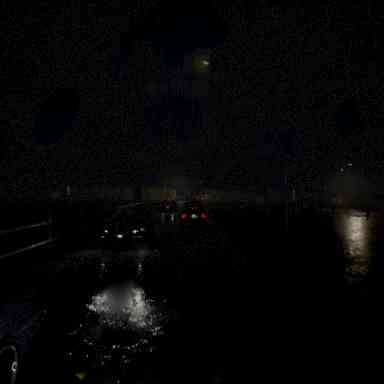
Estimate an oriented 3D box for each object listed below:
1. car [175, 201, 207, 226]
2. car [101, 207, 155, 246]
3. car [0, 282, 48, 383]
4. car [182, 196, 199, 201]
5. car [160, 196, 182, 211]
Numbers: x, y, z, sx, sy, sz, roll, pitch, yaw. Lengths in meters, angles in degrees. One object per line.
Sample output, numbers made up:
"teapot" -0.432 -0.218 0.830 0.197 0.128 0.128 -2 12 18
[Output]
"car" 0.102 1.564 23.337 2.033 1.411 5.357 0 0 0
"car" -2.827 1.514 15.517 1.837 1.490 4.892 0 -1 0
"car" -2.852 1.548 2.159 2.033 1.411 5.357 0 0 0
"car" 0.103 1.550 38.638 1.837 1.490 4.892 0 0 1
"car" -2.756 1.544 40.648 2.128 1.511 4.902 0 0 0
